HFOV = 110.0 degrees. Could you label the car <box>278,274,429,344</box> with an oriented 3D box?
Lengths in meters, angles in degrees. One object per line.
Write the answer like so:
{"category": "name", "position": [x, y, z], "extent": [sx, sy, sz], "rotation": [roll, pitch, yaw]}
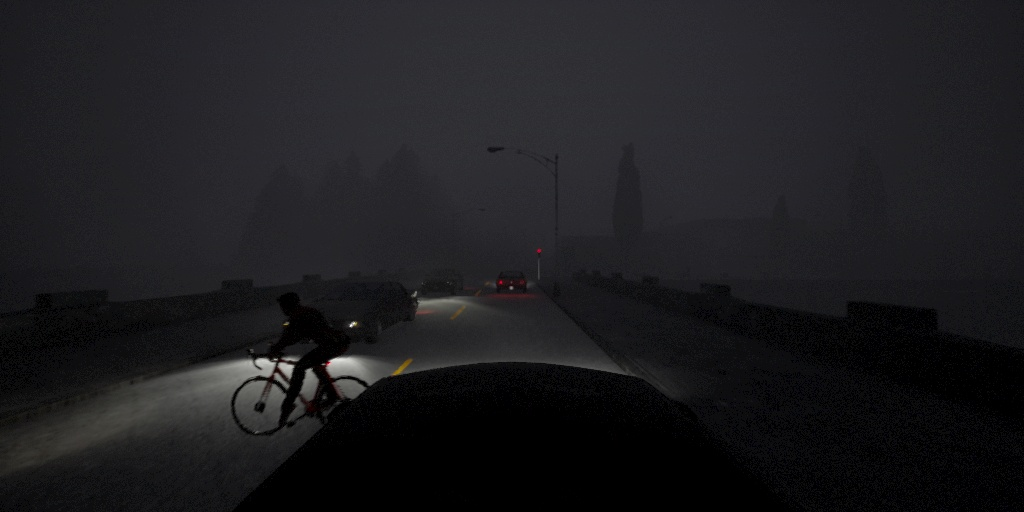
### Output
{"category": "car", "position": [-4.112, 1.402, 10.221], "extent": [2.033, 1.411, 5.357], "rotation": [0, -1, 0]}

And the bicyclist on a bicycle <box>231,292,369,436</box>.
{"category": "bicyclist on a bicycle", "position": [-2.351, 1.230, 4.046], "extent": [1.656, 1.620, 0.582], "rotation": [0, -1, 0]}

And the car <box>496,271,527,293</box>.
{"category": "car", "position": [-0.030, 1.616, 23.277], "extent": [1.895, 1.301, 4.718], "rotation": [0, -1, 0]}

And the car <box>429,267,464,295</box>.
{"category": "car", "position": [-4.109, 1.476, 21.921], "extent": [1.882, 1.535, 5.008], "rotation": [0, -1, 0]}
